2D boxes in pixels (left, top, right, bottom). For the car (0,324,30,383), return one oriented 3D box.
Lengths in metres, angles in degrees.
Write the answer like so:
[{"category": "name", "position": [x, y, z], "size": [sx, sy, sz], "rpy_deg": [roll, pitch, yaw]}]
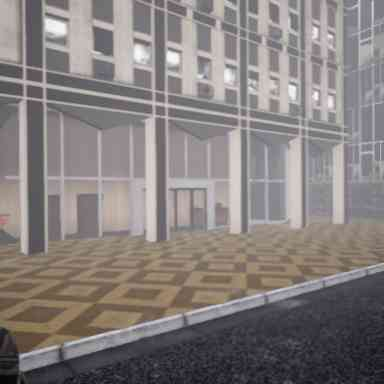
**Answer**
[{"category": "car", "position": [-3.198, 1.486, 1.097], "size": [4.902, 1.511, 2.128], "rpy_deg": [0, 0, -35]}]
